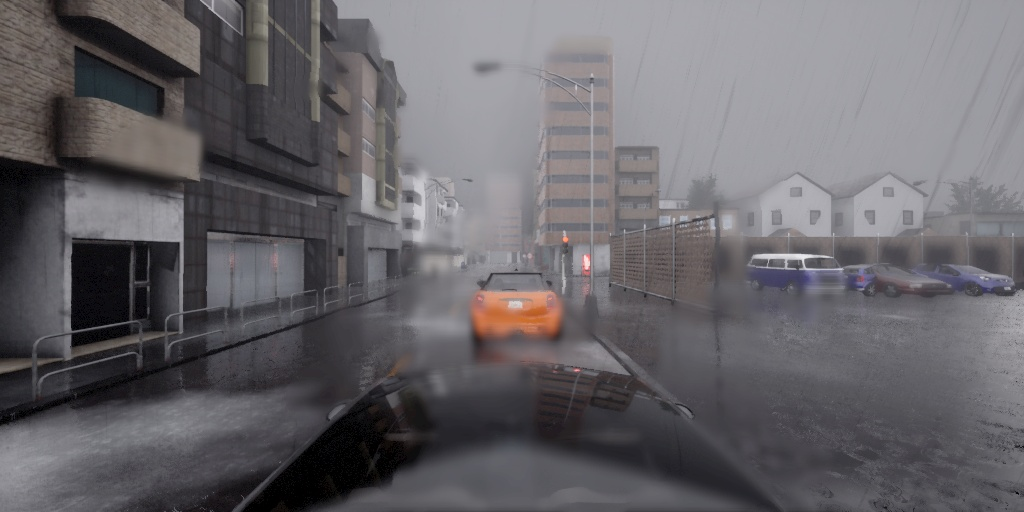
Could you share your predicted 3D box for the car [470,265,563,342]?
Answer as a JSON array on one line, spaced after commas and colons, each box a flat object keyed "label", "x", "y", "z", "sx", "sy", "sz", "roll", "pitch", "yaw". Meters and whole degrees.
[{"label": "car", "x": 0.101, "y": 1.102, "z": 9.965, "sx": 2.097, "sy": 1.767, "sz": 4.553, "roll": 0, "pitch": 0, "yaw": 0}]
